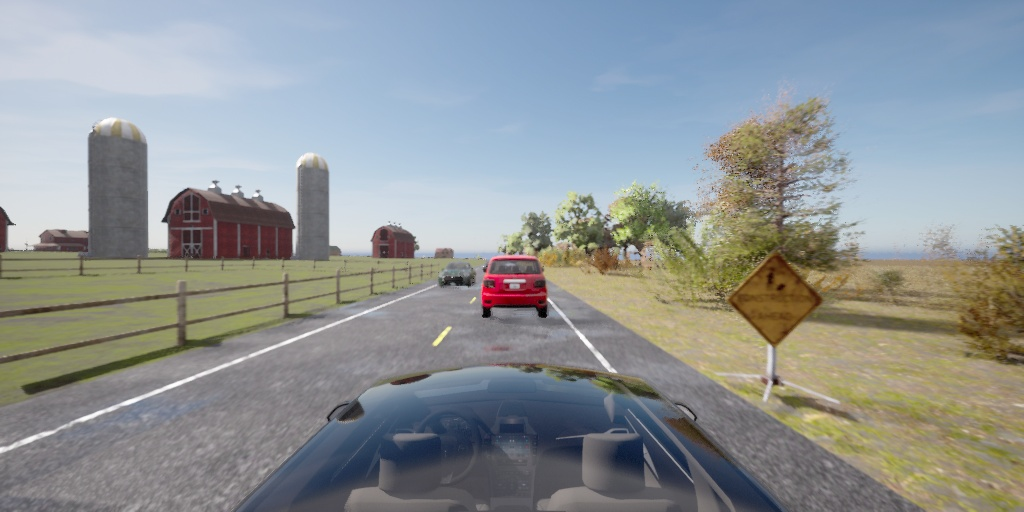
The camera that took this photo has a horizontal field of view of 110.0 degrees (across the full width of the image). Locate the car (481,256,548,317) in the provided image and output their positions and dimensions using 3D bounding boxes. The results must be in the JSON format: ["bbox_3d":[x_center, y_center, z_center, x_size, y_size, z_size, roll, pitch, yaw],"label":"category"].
[{"bbox_3d":[0.075,1.003,13.516,2.150,2.045,5.566,0,0,0],"label":"car"}]

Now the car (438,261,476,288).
[{"bbox_3d":[-3.674,1.161,24.542,2.097,1.767,4.553,0,0,0],"label":"car"}]

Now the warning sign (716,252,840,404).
[{"bbox_3d":[3.550,0.873,4.905,1.300,1.860,1.060,0,0,0],"label":"warning sign"}]
